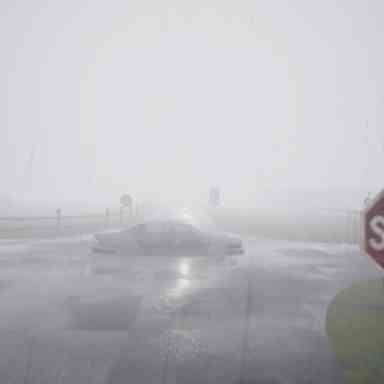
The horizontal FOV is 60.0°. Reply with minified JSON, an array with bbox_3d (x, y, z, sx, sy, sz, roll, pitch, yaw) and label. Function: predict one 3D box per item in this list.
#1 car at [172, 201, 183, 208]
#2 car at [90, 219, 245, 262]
[{"bbox_3d":[-2.717,2.356,64.078,1.994,1.385,4.181,0,-1,0],"label":"car"},{"bbox_3d":[-0.849,1.702,12.130,5.357,1.411,2.033,0,-1,-1],"label":"car"}]
